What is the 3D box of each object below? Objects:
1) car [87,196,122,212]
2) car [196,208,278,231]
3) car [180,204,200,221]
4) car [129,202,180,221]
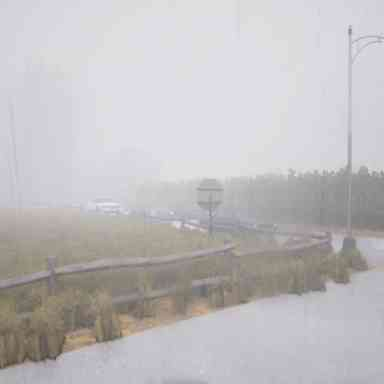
[{"bbox_3d":[-9.466,1.507,35.537,2.150,2.045,5.566,1,0,-35],"label":"car"},{"bbox_3d":[2.518,1.809,18.745,1.895,1.301,4.718,1,-1,-36],"label":"car"},{"bbox_3d":[-0.732,1.787,28.906,2.128,1.511,4.902,1,-1,-35],"label":"car"},{"bbox_3d":[-3.331,1.619,26.917,2.097,1.767,4.553,1,-1,-36],"label":"car"}]
